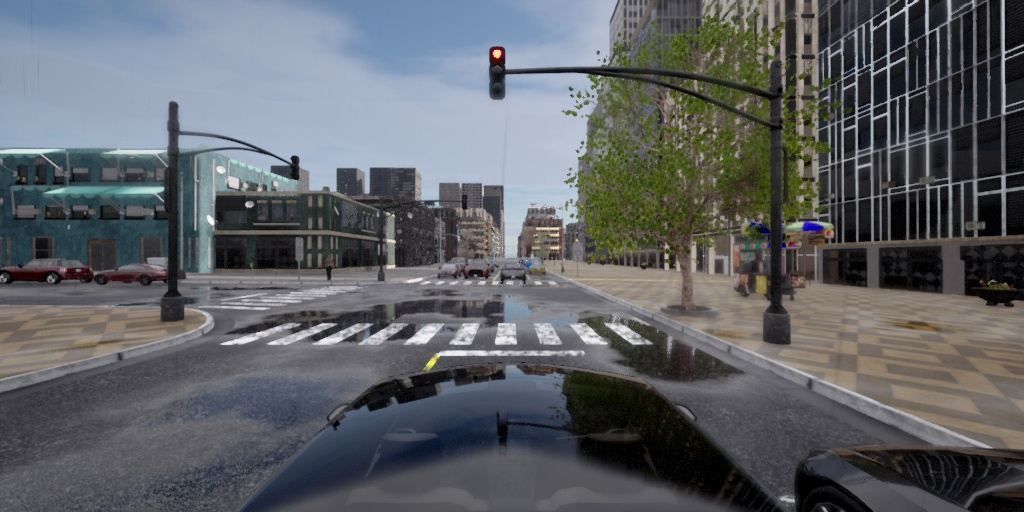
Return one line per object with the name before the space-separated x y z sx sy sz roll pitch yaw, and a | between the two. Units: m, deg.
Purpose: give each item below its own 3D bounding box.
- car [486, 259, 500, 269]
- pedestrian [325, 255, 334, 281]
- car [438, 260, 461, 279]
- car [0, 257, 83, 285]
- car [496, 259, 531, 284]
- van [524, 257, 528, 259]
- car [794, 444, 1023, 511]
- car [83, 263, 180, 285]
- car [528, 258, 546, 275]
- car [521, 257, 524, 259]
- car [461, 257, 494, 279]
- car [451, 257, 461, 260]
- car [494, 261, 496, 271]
car | -3.049 1.296 58.290 2.033 1.411 5.357 0 0 1
pedestrian | -12.751 0.786 24.983 0.375 1.860 0.375 0 -1 -1
car | -5.691 1.330 32.979 1.802 1.307 4.207 0 0 0
car | -28.370 0.877 21.814 4.097 1.591 1.967 0 0 -1
car | 0.098 1.240 27.455 2.128 1.511 4.902 0 0 0
van | 2.688 1.089 44.085 1.690 1.789 3.998 0 0 0
car | 2.691 1.316 0.504 1.948 1.339 4.313 0 0 0
car | -22.822 1.087 21.892 4.207 1.307 1.802 0 0 -1
car | 2.688 1.274 38.703 1.751 1.417 4.829 0 0 0
car | 2.687 1.299 55.187 2.007 1.370 4.403 0 0 0
car | -3.093 1.100 32.780 2.097 1.767 4.553 0 0 0
car | -5.692 1.063 38.530 2.192 1.841 5.009 0 0 0
car | -3.086 1.240 43.162 2.128 1.511 4.902 0 0 0
